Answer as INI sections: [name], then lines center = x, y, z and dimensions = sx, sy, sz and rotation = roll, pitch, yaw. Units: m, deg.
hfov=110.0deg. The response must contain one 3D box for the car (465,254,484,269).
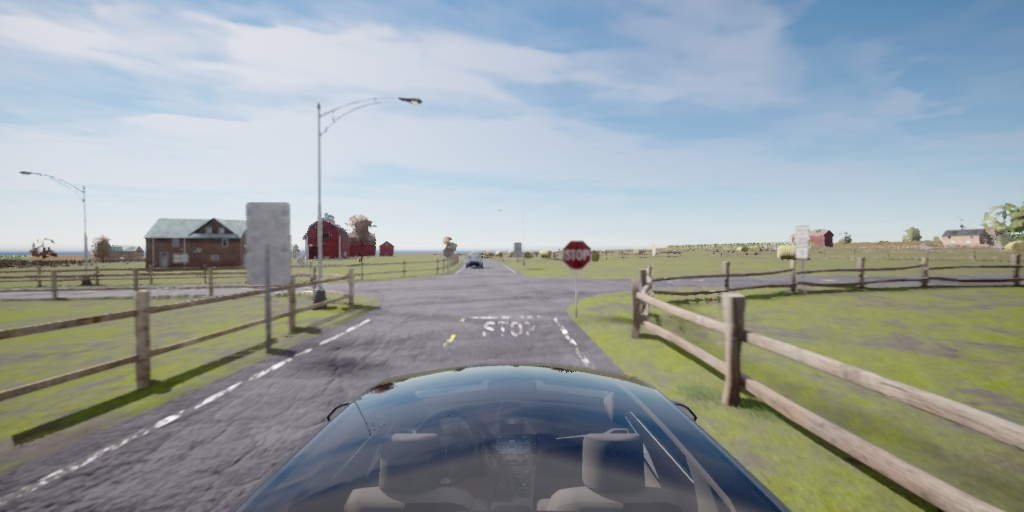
[car]
center = -4.433, 0.545, 42.284
dimensions = 2.097, 1.767, 4.553
rotation = 0, 0, -5
